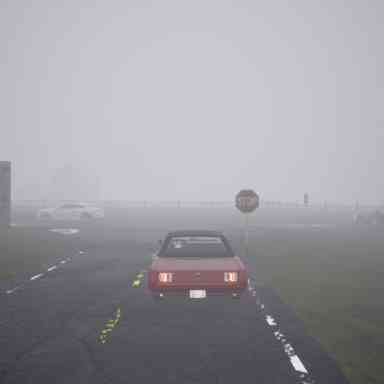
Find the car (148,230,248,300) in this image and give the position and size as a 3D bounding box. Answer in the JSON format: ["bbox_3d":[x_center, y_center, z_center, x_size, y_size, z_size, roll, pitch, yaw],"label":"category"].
[{"bbox_3d":[0.074,1.603,8.386,1.895,1.301,4.718,0,0,-1],"label":"car"}]

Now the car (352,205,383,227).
[{"bbox_3d":[14.322,1.717,24.273,4.902,1.511,2.128,1,-1,0],"label":"car"}]

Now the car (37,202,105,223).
[{"bbox_3d":[-8.742,1.466,24.186,4.674,1.442,1.812,1,-1,0],"label":"car"}]
